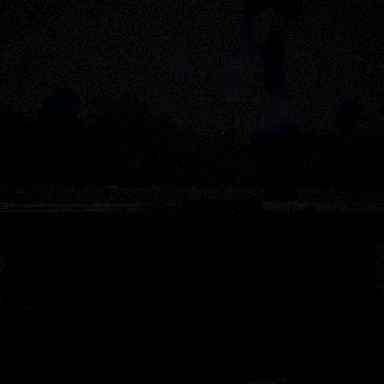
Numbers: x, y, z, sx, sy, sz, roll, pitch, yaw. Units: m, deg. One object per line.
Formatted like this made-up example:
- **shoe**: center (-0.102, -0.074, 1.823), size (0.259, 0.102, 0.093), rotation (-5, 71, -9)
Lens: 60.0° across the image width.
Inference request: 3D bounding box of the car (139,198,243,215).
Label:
- **car**: center (-0.114, 1.427, 20.047), size (5.566, 2.045, 2.150), rotation (0, -1, -13)

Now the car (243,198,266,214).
- **car**: center (2.657, 1.486, 24.292), size (5.566, 2.045, 2.150), rotation (0, -1, -13)

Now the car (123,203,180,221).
- **car**: center (-3.671, 1.793, 29.995), size (4.892, 1.490, 1.837), rotation (0, -1, -13)

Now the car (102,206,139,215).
- **car**: center (-5.006, 1.805, 26.086), size (4.181, 1.385, 1.994), rotation (0, -1, -13)
